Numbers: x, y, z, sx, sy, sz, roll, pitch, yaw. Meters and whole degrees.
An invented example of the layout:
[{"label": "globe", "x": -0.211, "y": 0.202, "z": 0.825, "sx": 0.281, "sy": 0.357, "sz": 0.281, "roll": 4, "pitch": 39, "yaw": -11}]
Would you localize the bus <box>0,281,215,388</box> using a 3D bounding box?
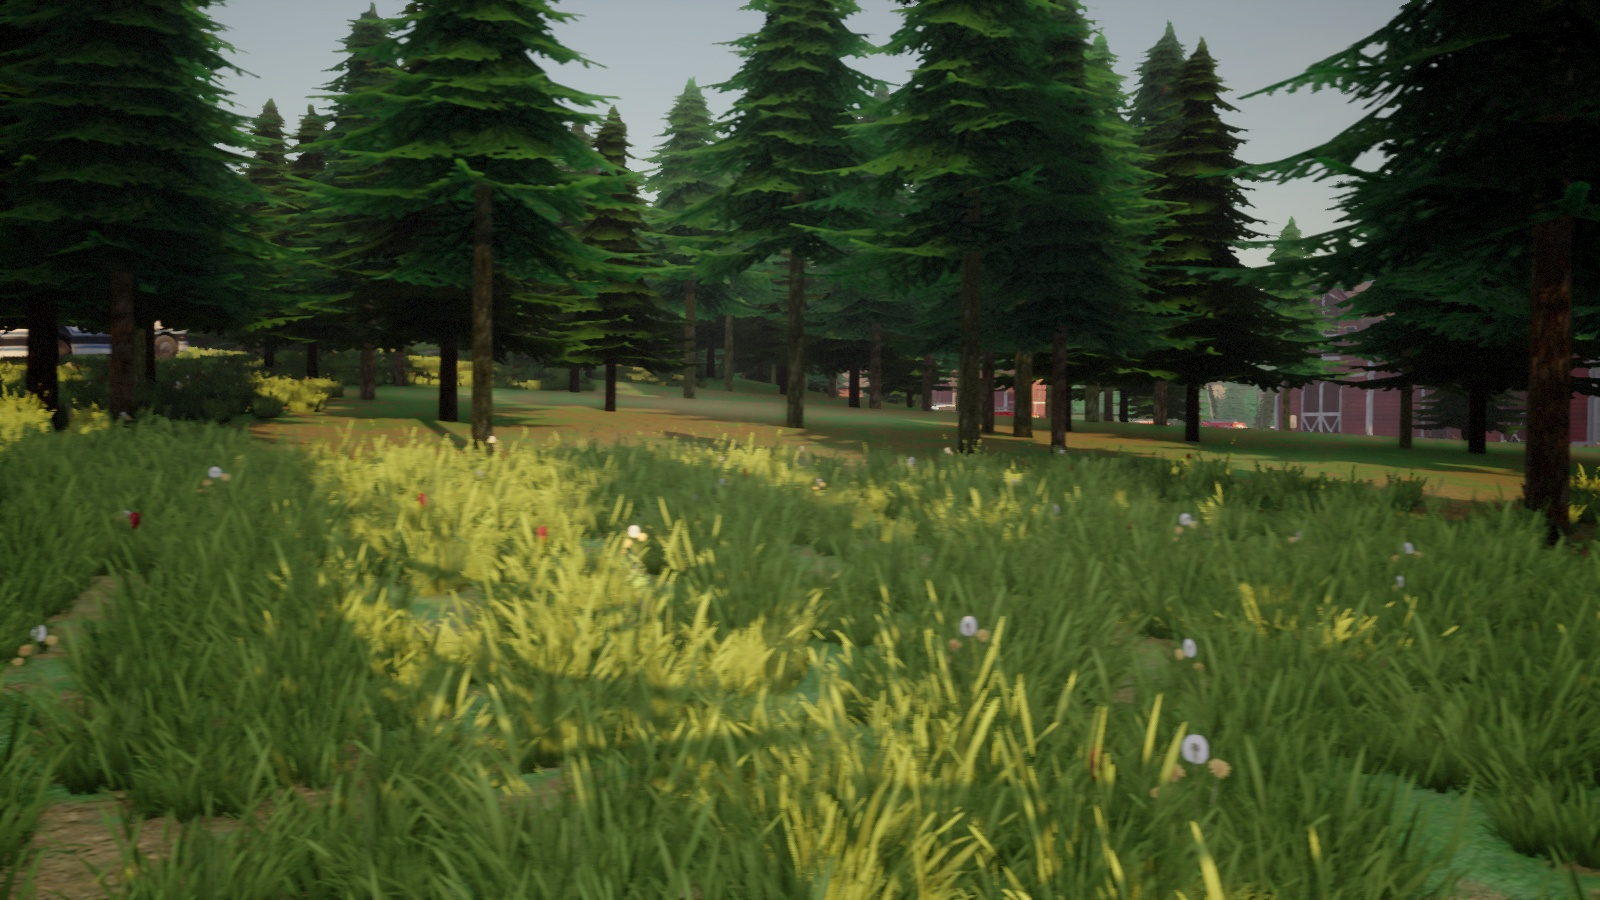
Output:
[{"label": "bus", "x": -31.735, "y": -5.168, "z": 55.837, "sx": 3.944, "sy": 4.253, "sz": 10.273, "roll": -1, "pitch": 6, "yaw": 20}]
